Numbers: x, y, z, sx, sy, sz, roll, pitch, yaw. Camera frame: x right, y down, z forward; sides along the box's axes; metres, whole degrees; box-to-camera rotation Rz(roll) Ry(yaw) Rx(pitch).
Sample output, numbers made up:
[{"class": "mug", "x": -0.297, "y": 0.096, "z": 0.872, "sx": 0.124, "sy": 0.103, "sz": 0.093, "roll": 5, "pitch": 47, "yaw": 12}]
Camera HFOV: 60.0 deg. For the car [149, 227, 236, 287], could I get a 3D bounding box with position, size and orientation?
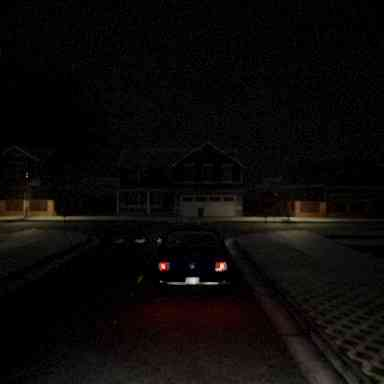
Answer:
[{"class": "car", "x": 0.023, "y": 1.628, "z": 9.370, "sx": 1.895, "sy": 1.301, "sz": 4.718, "roll": 0, "pitch": 0, "yaw": 0}]
